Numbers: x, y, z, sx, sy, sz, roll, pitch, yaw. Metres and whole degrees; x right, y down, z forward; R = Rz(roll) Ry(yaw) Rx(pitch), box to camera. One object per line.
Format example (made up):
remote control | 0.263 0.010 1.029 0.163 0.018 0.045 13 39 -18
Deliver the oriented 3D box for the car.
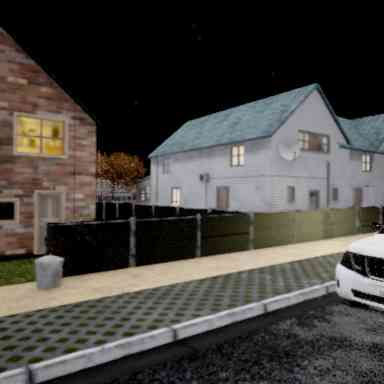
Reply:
car | 5.302 1.206 6.805 5.566 2.045 2.150 -1 0 -35
